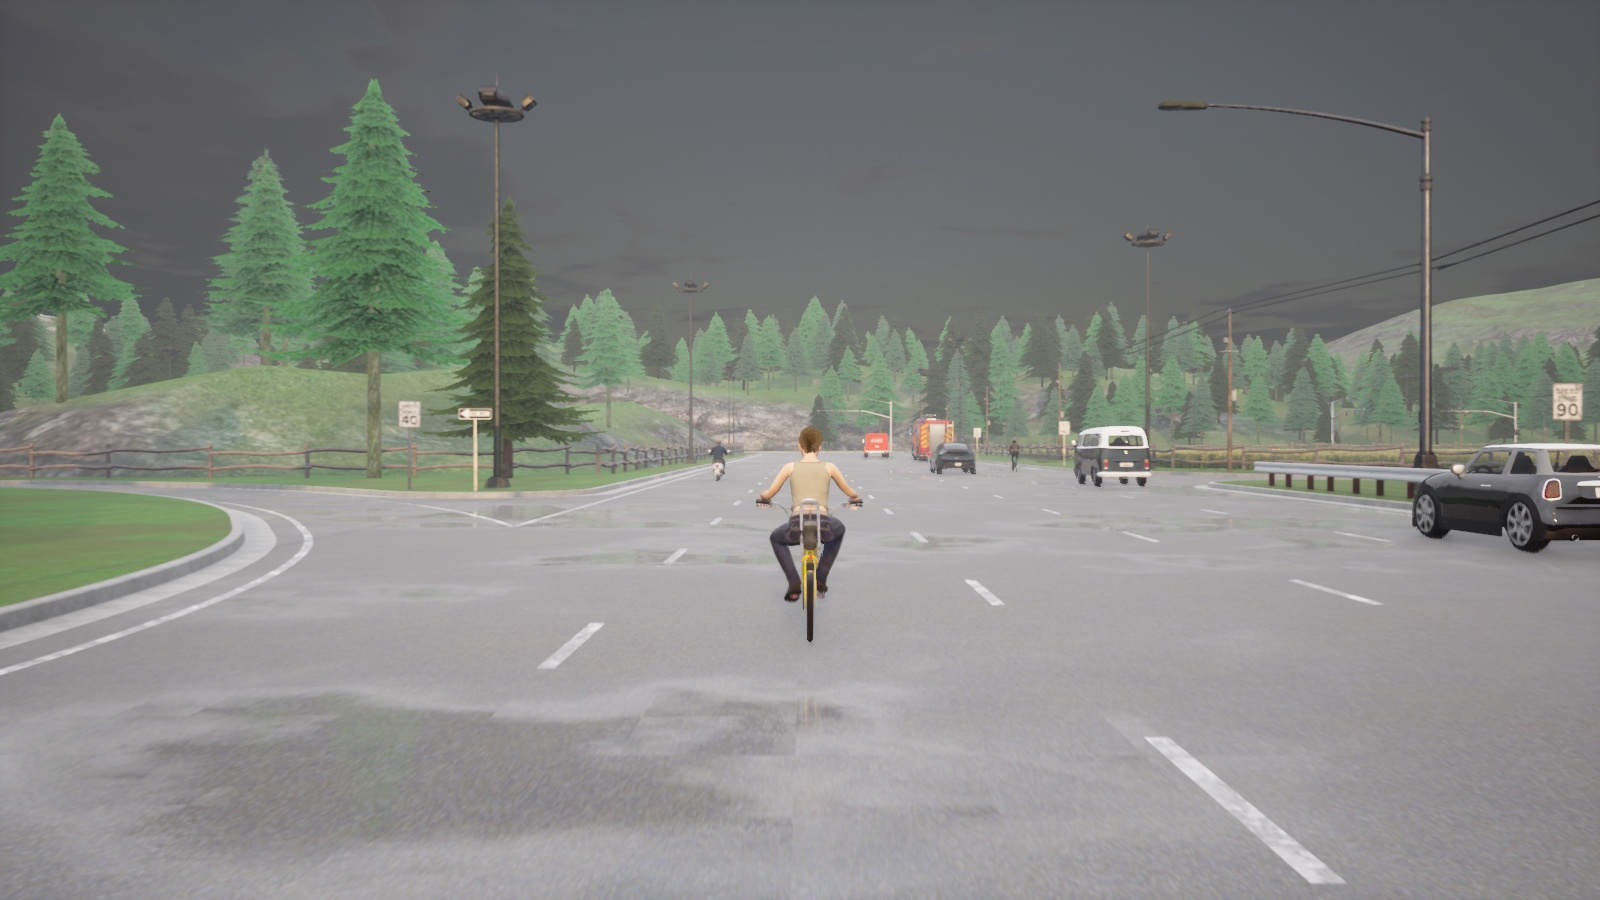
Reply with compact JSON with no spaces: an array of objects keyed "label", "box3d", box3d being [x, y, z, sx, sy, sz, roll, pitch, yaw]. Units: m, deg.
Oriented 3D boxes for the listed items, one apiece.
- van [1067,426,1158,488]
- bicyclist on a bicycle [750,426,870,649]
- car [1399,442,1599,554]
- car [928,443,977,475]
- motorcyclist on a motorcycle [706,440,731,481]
[{"label":"van","box3d":[10.762,0.232,43.582,2.069,2.038,4.480,0,0,0]},{"label":"bicyclist on a bicycle","box3d":[0.076,0.628,9.826,0.866,1.612,1.509,0,0,0]},{"label":"car","box3d":[10.619,0.617,18.309,1.970,1.475,3.806,0,0,0]},{"label":"car","box3d":[7.359,0.414,60.942,1.837,1.490,4.892,0,0,0]},{"label":"motorcyclist on a motorcycle","box3d":[-3.204,0.417,49.753,0.866,1.590,1.817,0,0,0]}]
